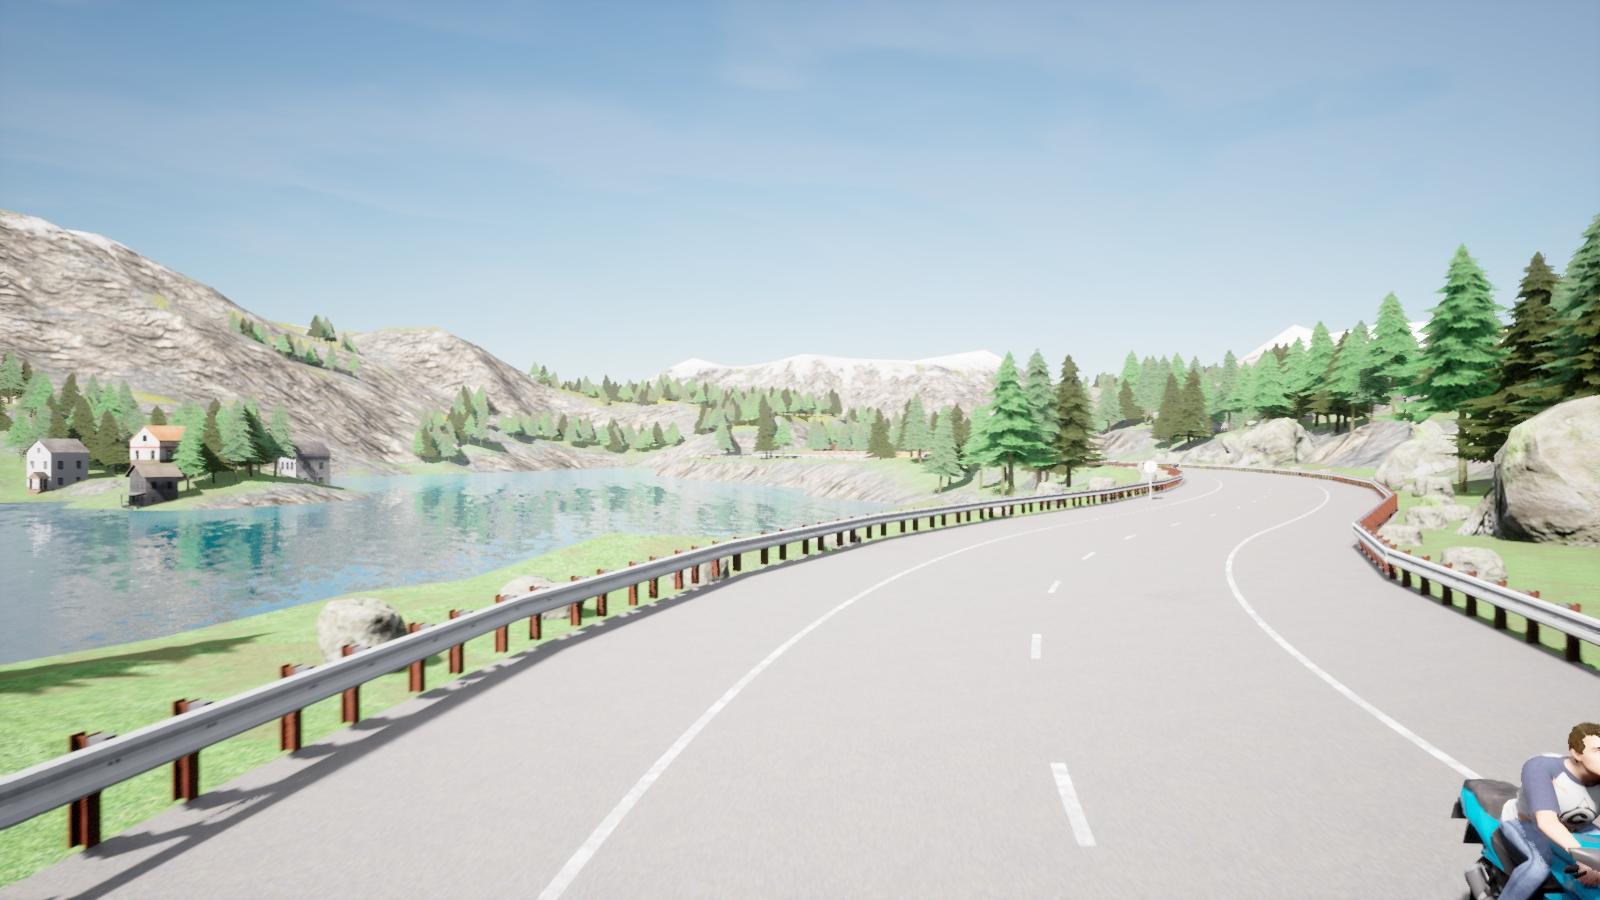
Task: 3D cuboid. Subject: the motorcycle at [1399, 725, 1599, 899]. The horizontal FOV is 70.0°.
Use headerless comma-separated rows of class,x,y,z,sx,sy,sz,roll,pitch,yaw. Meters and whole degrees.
motorcycle,3.719,2.178,5.444,0.803,1.217,2.033,1,0,5
